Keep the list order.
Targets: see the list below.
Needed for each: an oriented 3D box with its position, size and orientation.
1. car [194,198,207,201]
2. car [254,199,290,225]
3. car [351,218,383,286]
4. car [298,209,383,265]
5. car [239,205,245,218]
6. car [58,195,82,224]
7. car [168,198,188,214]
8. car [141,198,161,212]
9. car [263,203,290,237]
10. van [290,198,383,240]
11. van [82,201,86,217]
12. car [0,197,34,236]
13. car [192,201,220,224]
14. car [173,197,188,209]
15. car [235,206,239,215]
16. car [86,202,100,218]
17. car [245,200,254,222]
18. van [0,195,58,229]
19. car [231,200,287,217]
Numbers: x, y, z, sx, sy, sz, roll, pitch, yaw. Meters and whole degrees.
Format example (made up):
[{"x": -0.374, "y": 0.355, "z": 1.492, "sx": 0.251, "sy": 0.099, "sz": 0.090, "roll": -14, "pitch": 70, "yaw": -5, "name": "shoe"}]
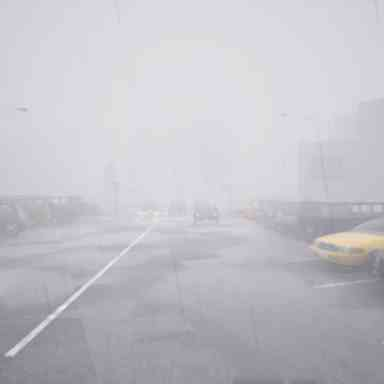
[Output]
[{"x": 1.049, "y": 1.458, "z": 40.158, "sx": 2.128, "sy": 1.511, "sz": 4.902, "roll": 0, "pitch": 0, "yaw": -1, "name": "car"}, {"x": 6.308, "y": 1.334, "z": 19.195, "sx": 4.553, "sy": 1.767, "sz": 2.185, "roll": 1, "pitch": 0, "yaw": -20, "name": "car"}, {"x": 6.406, "y": 1.466, "z": 7.436, "sx": 5.008, "sy": 1.535, "sz": 2.097, "roll": 1, "pitch": 0, "yaw": -20, "name": "car"}, {"x": 6.212, "y": 1.459, "z": 10.307, "sx": 5.366, "sy": 1.575, "sz": 1.946, "roll": 1, "pitch": 0, "yaw": -20, "name": "car"}, {"x": 6.265, "y": 1.330, "z": 25.095, "sx": 4.553, "sy": 1.767, "sz": 2.185, "roll": 1, "pitch": 0, "yaw": -20, "name": "car"}, {"x": -10.855, "y": 1.245, "z": 23.314, "sx": 5.566, "sy": 2.045, "sz": 2.435, "roll": -1, "pitch": 0, "yaw": -18, "name": "car"}, {"x": -1.455, "y": 1.478, "z": 34.899, "sx": 2.128, "sy": 1.511, "sz": 4.902, "roll": 0, "pitch": 0, "yaw": 0, "name": "car"}, {"x": -4.772, "y": 1.460, "z": 39.077, "sx": 1.882, "sy": 1.535, "sz": 5.008, "roll": 0, "pitch": 0, "yaw": 1, "name": "car"}, {"x": 6.363, "y": 1.461, "z": 16.251, "sx": 5.008, "sy": 1.535, "sz": 2.097, "roll": 1, "pitch": 0, "yaw": -20, "name": "car"}, {"x": 6.486, "y": 1.238, "z": 13.350, "sx": 4.442, "sy": 1.987, "sz": 1.878, "roll": 1, "pitch": 0, "yaw": -20, "name": "van"}, {"x": -10.912, "y": 1.272, "z": 26.259, "sx": 4.442, "sy": 1.987, "sz": 1.878, "roll": -1, "pitch": 0, "yaw": -18, "name": "van"}, {"x": -11.006, "y": 1.372, "z": 17.309, "sx": 4.553, "sy": 1.767, "sz": 2.185, "roll": -1, "pitch": 0, "yaw": -19, "name": "car"}, {"x": 1.053, "y": 1.589, "z": 25.015, "sx": 1.895, "sy": 1.301, "sz": 4.718, "roll": 0, "pitch": 0, "yaw": 2, "name": "car"}, {"x": -1.532, "y": 1.463, "z": 45.678, "sx": 1.895, "sy": 1.301, "sz": 4.718, "roll": 0, "pitch": 2, "yaw": 1, "name": "car"}, {"x": 6.243, "y": 1.484, "z": 28.040, "sx": 4.792, "sy": 1.488, "sz": 2.163, "roll": 1, "pitch": 0, "yaw": -20, "name": "car"}, {"x": -10.715, "y": 1.495, "z": 29.295, "sx": 5.008, "sy": 1.535, "sz": 2.097, "roll": -1, "pitch": 0, "yaw": -18, "name": "car"}, {"x": 6.342, "y": 1.488, "z": 22.165, "sx": 4.792, "sy": 1.488, "sz": 2.163, "roll": 1, "pitch": 0, "yaw": -20, "name": "car"}, {"x": -10.850, "y": 1.270, "z": 20.344, "sx": 4.442, "sy": 1.987, "sz": 1.878, "roll": -1, "pitch": 0, "yaw": -18, "name": "van"}, {"x": 6.245, "y": 1.493, "z": 31.002, "sx": 4.674, "sy": 1.452, "sz": 2.002, "roll": 1, "pitch": 0, "yaw": -21, "name": "car"}]
